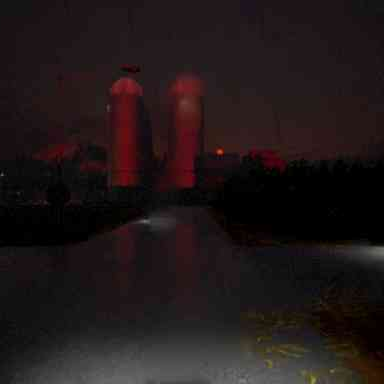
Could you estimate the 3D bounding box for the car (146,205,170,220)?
[{"bbox_3d":[-3.094,1.894,31.099,1.994,1.385,4.181,0,0,0],"label":"car"}]
